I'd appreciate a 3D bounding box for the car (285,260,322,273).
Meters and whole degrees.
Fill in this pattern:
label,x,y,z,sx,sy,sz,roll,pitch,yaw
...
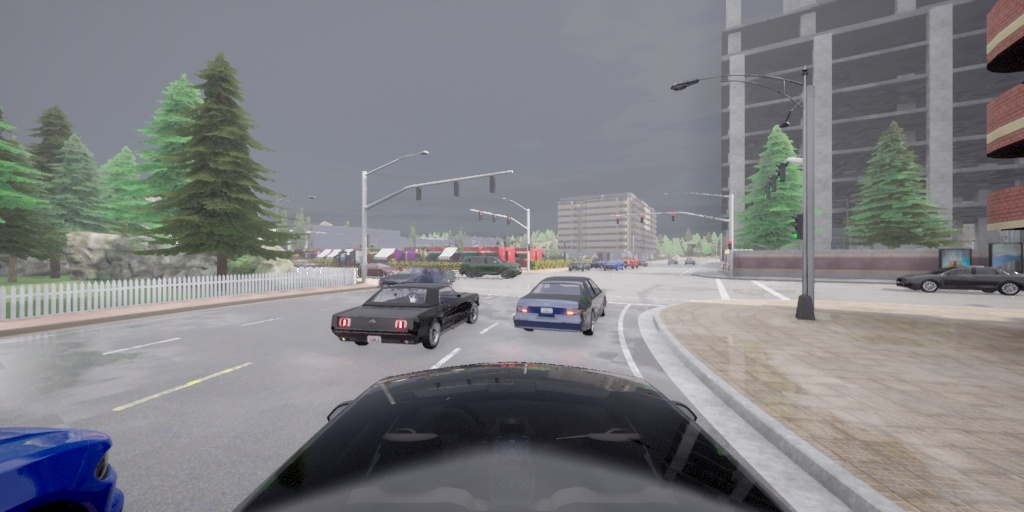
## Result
label,x,y,z,sx,sy,sz,roll,pitch,yaw
car,-26.481,1.281,45.477,5.008,1.535,1.882,0,0,30

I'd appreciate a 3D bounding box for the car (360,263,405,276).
label,x,y,z,sx,sy,sz,roll,pitch,yaw
car,-13.843,1.404,38.175,4.718,1.301,1.895,0,0,30

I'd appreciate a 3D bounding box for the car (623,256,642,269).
label,x,y,z,sx,sy,sz,roll,pitch,yaw
car,18.721,0.969,57.301,2.150,2.045,5.566,0,0,30

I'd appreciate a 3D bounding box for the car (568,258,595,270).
label,x,y,z,sx,sy,sz,roll,pitch,yaw
car,8.939,1.311,47.202,1.994,1.385,4.181,0,0,30

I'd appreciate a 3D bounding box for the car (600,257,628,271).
label,x,y,z,sx,sy,sz,roll,pitch,yaw
car,13.943,1.225,48.927,1.882,1.535,5.008,0,0,30

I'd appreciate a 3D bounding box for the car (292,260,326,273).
label,x,y,z,sx,sy,sz,roll,pitch,yaw
car,-22.540,1.351,39.156,5.357,1.411,2.033,0,0,30

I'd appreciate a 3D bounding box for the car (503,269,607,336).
label,x,y,z,sx,sy,sz,roll,pitch,yaw
car,1.655,1.297,10.576,2.033,1.411,5.357,0,0,20

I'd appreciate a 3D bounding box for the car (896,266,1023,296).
label,x,y,z,sx,sy,sz,roll,pitch,yaw
car,24.995,1.309,20.017,4.892,1.490,1.837,0,0,30

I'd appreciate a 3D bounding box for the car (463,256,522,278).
label,x,y,z,sx,sy,sz,roll,pitch,yaw
car,-1.944,1.016,32.476,5.566,2.045,2.150,-1,0,15

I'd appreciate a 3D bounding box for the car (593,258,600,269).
label,x,y,z,sx,sy,sz,roll,pitch,yaw
car,13.270,1.348,54.817,1.895,1.301,4.718,0,0,30

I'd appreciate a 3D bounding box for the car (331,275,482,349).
label,x,y,z,sx,sy,sz,roll,pitch,yaw
car,-2.278,1.350,9.211,1.895,1.301,4.718,0,0,11

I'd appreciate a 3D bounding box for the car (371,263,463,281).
label,x,y,z,sx,sy,sz,roll,pitch,yaw
car,-5.338,1.296,21.016,2.033,1.411,5.357,0,0,23

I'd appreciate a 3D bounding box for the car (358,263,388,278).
label,x,y,z,sx,sy,sz,roll,pitch,yaw
car,-12.336,1.329,33.262,4.674,1.442,1.812,0,0,30
